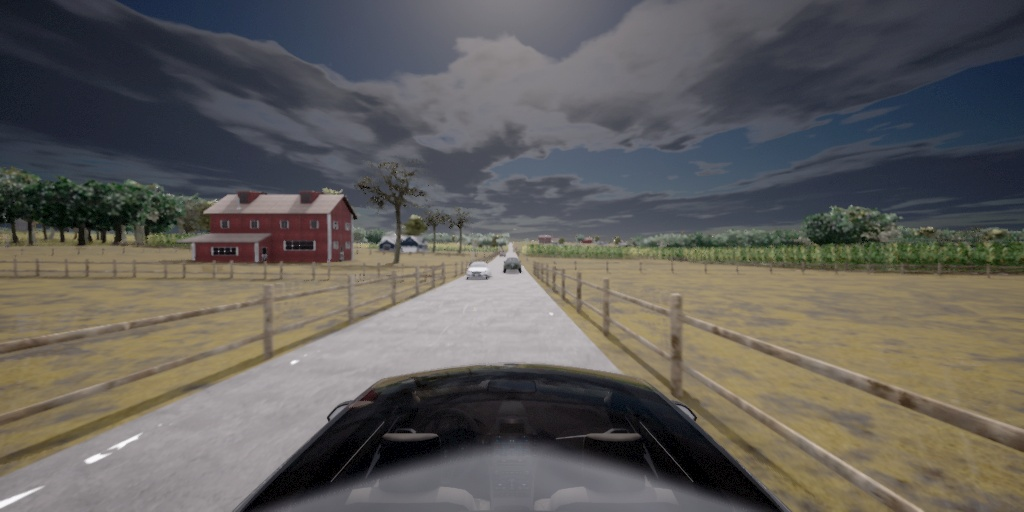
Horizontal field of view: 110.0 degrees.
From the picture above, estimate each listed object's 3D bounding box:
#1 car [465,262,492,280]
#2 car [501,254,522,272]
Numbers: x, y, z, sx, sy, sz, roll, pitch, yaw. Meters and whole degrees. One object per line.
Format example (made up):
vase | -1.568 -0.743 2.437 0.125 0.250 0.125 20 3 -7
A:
car | -2.874 1.238 31.525 1.812 1.442 4.674 0 0 0
car | 0.055 0.970 43.082 2.097 1.767 4.553 0 1 0
